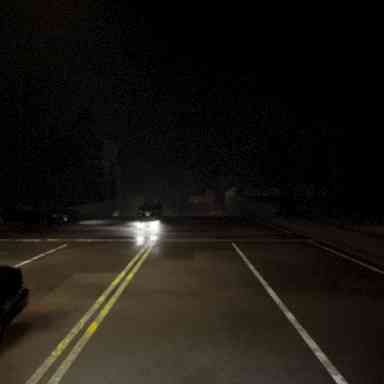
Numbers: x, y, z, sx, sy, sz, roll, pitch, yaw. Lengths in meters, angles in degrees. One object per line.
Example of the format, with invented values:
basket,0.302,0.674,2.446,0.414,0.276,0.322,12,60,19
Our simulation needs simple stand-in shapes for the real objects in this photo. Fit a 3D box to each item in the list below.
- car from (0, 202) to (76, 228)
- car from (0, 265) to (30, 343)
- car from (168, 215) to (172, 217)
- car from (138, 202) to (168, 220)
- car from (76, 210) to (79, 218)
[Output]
car,-10.498,1.456,21.465,4.902,1.511,2.128,1,0,5
car,-3.600,1.540,3.173,2.033,1.411,5.357,0,0,0
car,-3.551,4.130,48.775,1.882,1.535,5.008,0,-10,1
car,-3.596,1.608,29.505,2.128,1.511,4.902,0,-1,0
car,-11.058,1.489,25.393,4.674,1.442,1.812,1,0,-3
